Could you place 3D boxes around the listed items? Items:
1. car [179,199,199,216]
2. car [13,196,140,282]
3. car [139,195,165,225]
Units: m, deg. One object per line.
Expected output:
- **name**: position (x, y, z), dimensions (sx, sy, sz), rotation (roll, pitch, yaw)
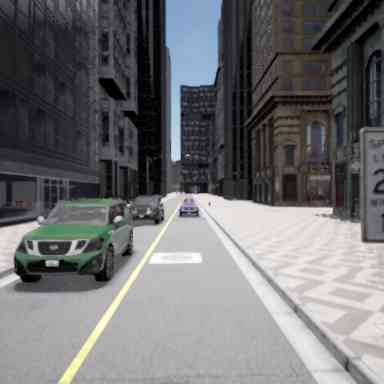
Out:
- **car**: position (-0.269, 1.630, 32.590), dimensions (1.895, 1.301, 4.718), rotation (0, 0, 0)
- **car**: position (-3.191, 1.255, 10.266), dimensions (2.150, 2.045, 5.566), rotation (0, 0, -1)
- **car**: position (-3.321, 1.263, 25.033), dimensions (2.150, 2.045, 5.566), rotation (0, 0, 1)
